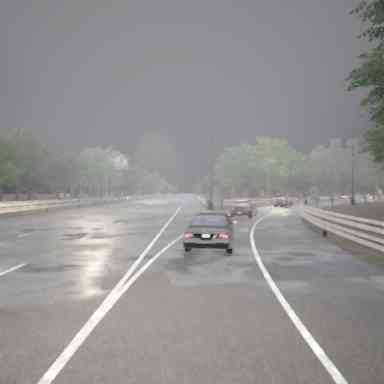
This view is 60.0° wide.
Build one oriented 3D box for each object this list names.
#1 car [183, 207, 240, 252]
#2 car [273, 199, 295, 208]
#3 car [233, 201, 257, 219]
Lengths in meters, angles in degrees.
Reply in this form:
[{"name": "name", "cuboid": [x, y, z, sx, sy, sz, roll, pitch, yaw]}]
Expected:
[{"name": "car", "cuboid": [0.844, 1.559, 13.919, 2.033, 1.411, 5.357, 0, 0, 8]}, {"name": "car", "cuboid": [13.375, 1.624, 48.109, 1.895, 1.301, 4.718, 0, 0, 33]}, {"name": "car", "cuboid": [4.658, 1.558, 29.763, 1.812, 1.442, 4.674, 0, 0, 18]}]
